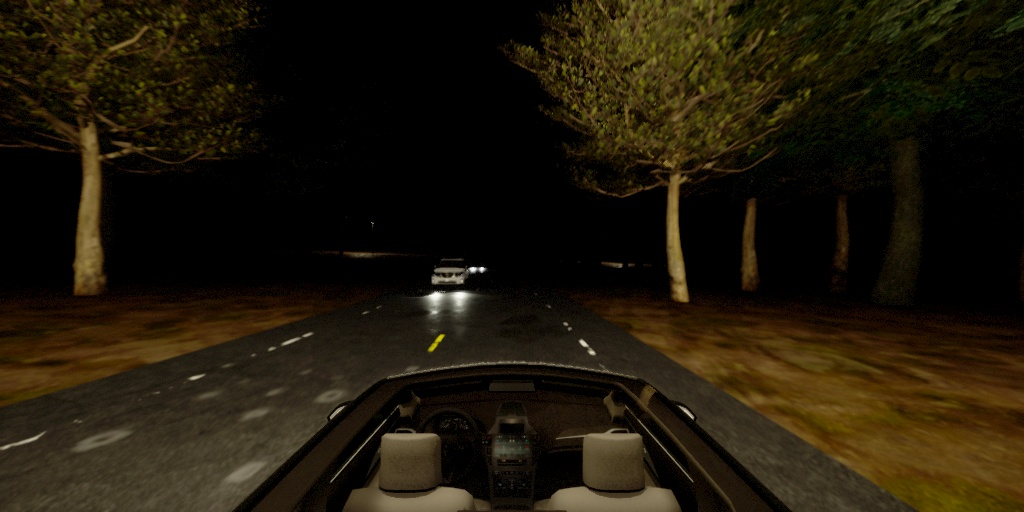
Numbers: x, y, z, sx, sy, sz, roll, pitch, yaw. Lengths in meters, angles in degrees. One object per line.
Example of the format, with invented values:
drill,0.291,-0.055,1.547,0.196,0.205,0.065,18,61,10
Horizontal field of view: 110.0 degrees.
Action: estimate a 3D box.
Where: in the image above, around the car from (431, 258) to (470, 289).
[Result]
car,-4.184,1.164,25.192,2.150,2.045,5.566,0,-1,-3
